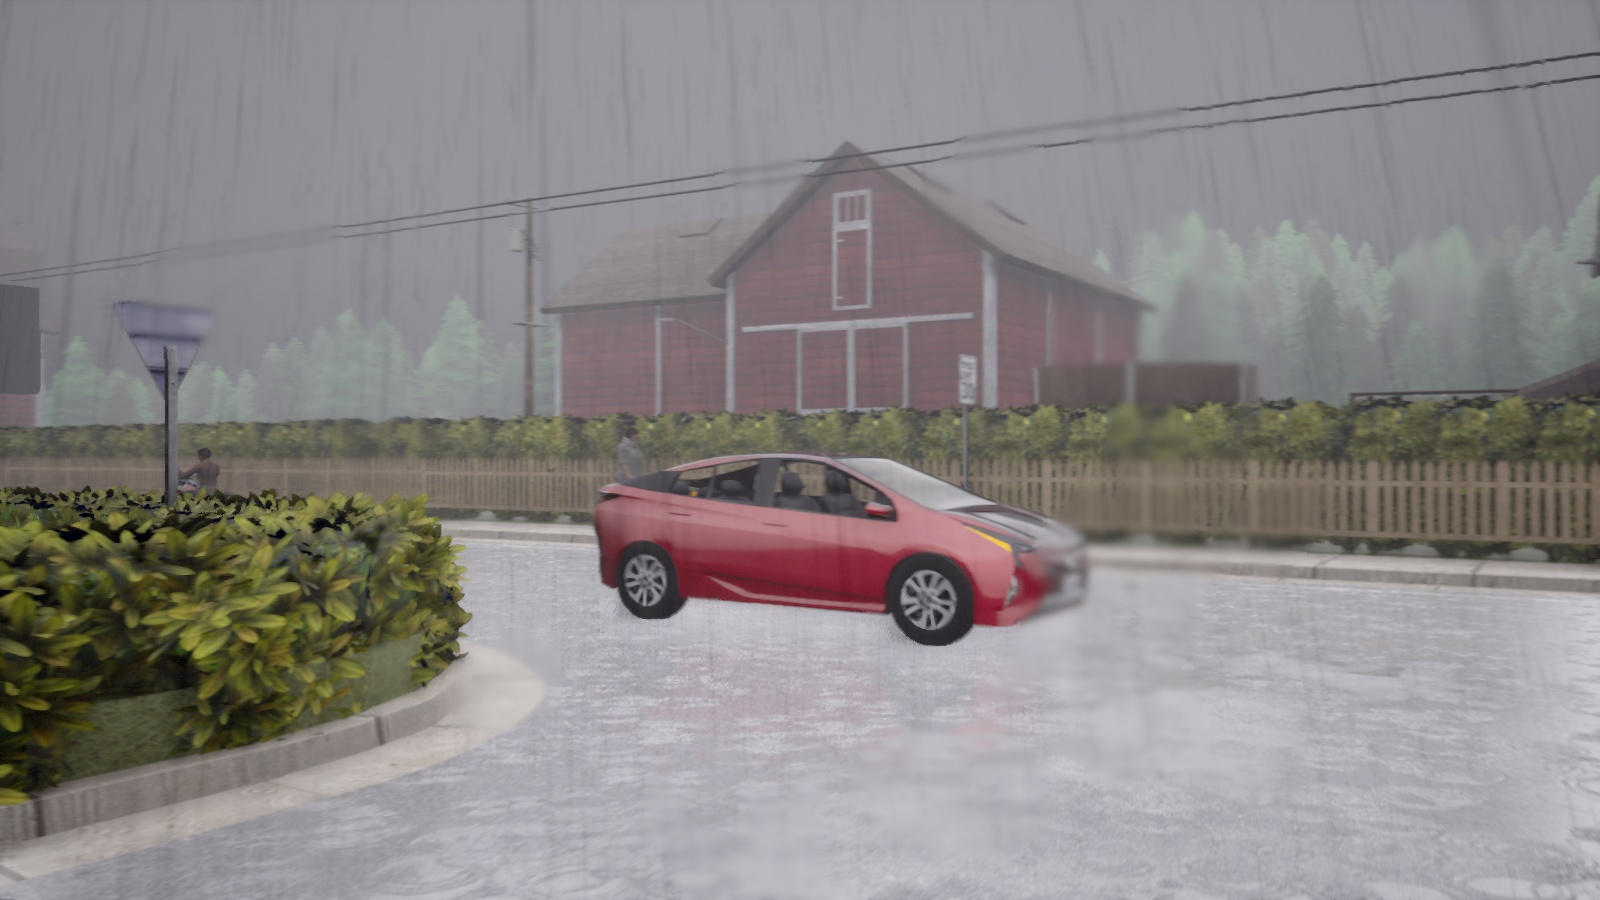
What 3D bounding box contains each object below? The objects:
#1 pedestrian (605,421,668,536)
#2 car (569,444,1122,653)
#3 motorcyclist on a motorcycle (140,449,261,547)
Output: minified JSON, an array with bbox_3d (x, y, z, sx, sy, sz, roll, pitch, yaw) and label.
[{"bbox_3d":[-2.857,0.491,21.976,0.873,1.952,0.659,0,0,32],"label":"pedestrian"},{"bbox_3d":[0.327,0.732,11.187,4.514,1.525,2.007,0,0,32],"label":"car"},{"bbox_3d":[-10.565,0.816,22.095,2.350,1.649,0.766,-1,0,32],"label":"motorcyclist on a motorcycle"}]
